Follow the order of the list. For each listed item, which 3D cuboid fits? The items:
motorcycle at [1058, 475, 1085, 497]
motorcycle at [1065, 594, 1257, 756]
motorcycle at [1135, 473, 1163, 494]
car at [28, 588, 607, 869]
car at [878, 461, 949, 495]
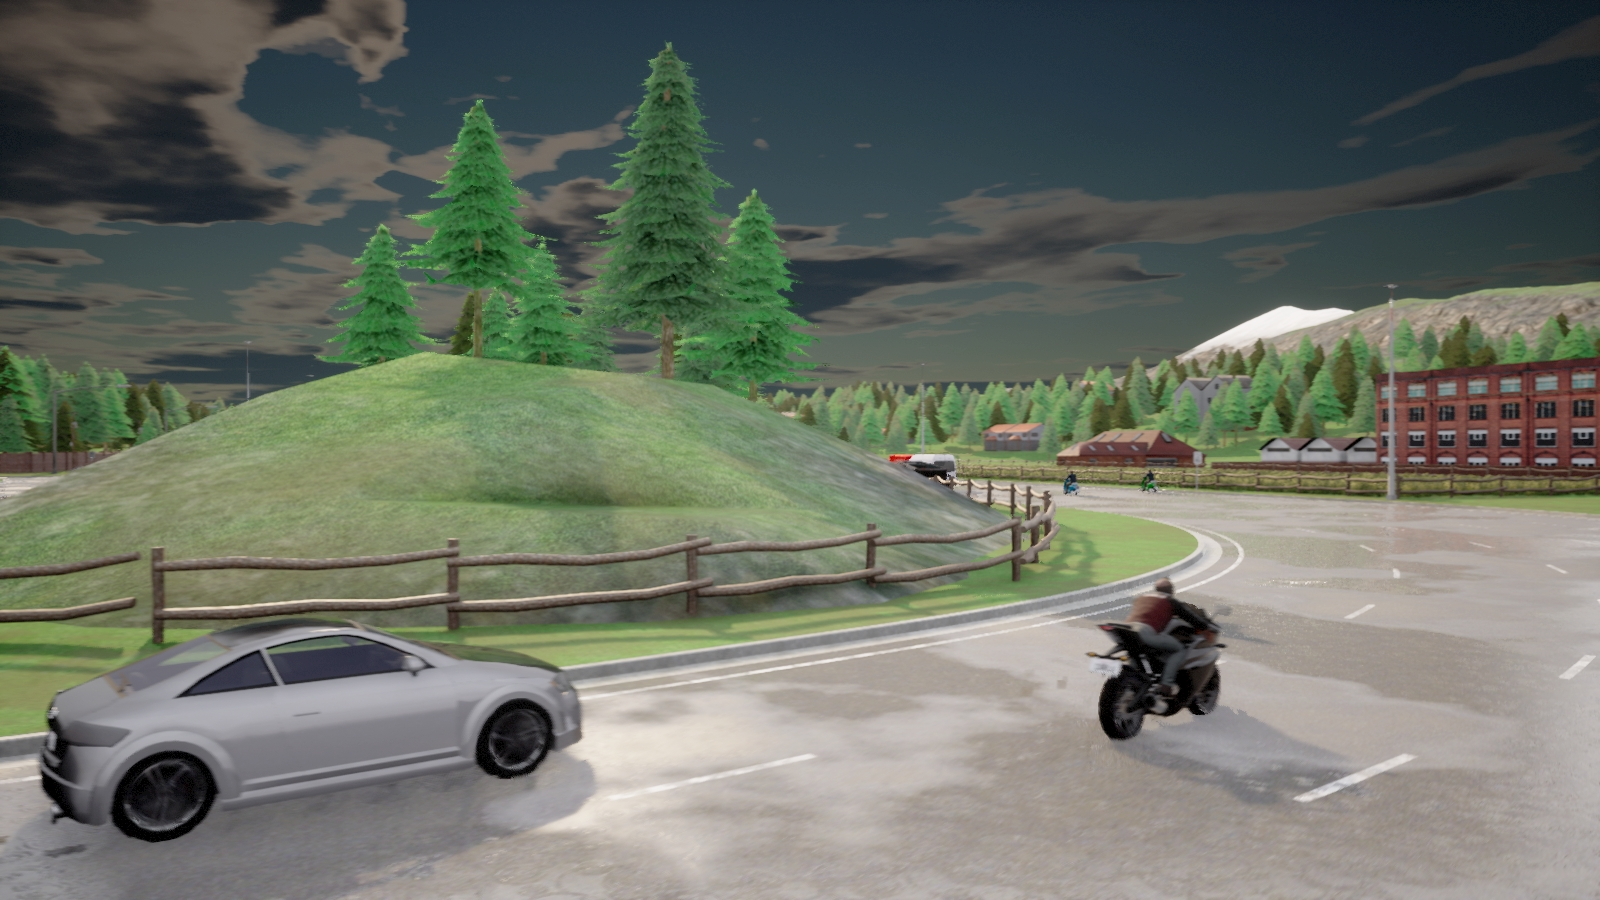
[{"bbox_3d":[16.675,2.192,70.227,0.856,1.316,1.805,-1,0,-16],"label":"motorcycle"},{"bbox_3d":[3.714,2.214,11.648,2.209,1.251,0.867,0,-1,-43],"label":"motorcycle"},{"bbox_3d":[22.872,2.195,74.828,0.856,1.316,1.805,0,0,-19],"label":"motorcycle"},{"bbox_3d":[-4.000,2.127,9.764,4.181,1.385,1.994,0,0,-38],"label":"car"},{"bbox_3d":[7.518,1.809,76.461,2.390,2.098,6.274,0,0,-19],"label":"car"}]
